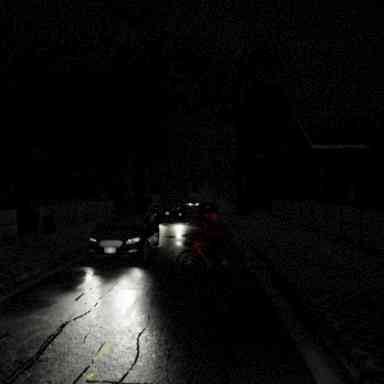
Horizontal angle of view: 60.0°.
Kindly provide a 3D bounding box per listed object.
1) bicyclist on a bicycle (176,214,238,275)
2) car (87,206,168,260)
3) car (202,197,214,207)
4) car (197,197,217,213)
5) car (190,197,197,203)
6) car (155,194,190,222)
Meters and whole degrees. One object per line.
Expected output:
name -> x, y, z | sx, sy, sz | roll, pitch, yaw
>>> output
bicyclist on a bicycle -> 0.400, 1.427, 8.887 | 1.656, 1.620, 0.582 | 0, 0, 3
car -> -2.345, 1.483, 12.452 | 2.128, 1.511, 4.902 | 0, 0, 3
car -> 2.484, 1.506, 51.677 | 1.882, 1.535, 5.008 | 0, 0, 3
car -> 1.804, 1.475, 37.467 | 1.882, 1.535, 5.008 | 0, 0, 3
car -> 0.425, 1.614, 68.375 | 1.994, 1.385, 4.181 | 0, 0, 3
car -> -1.653, 1.211, 26.849 | 2.150, 2.045, 5.566 | 0, 0, 3
